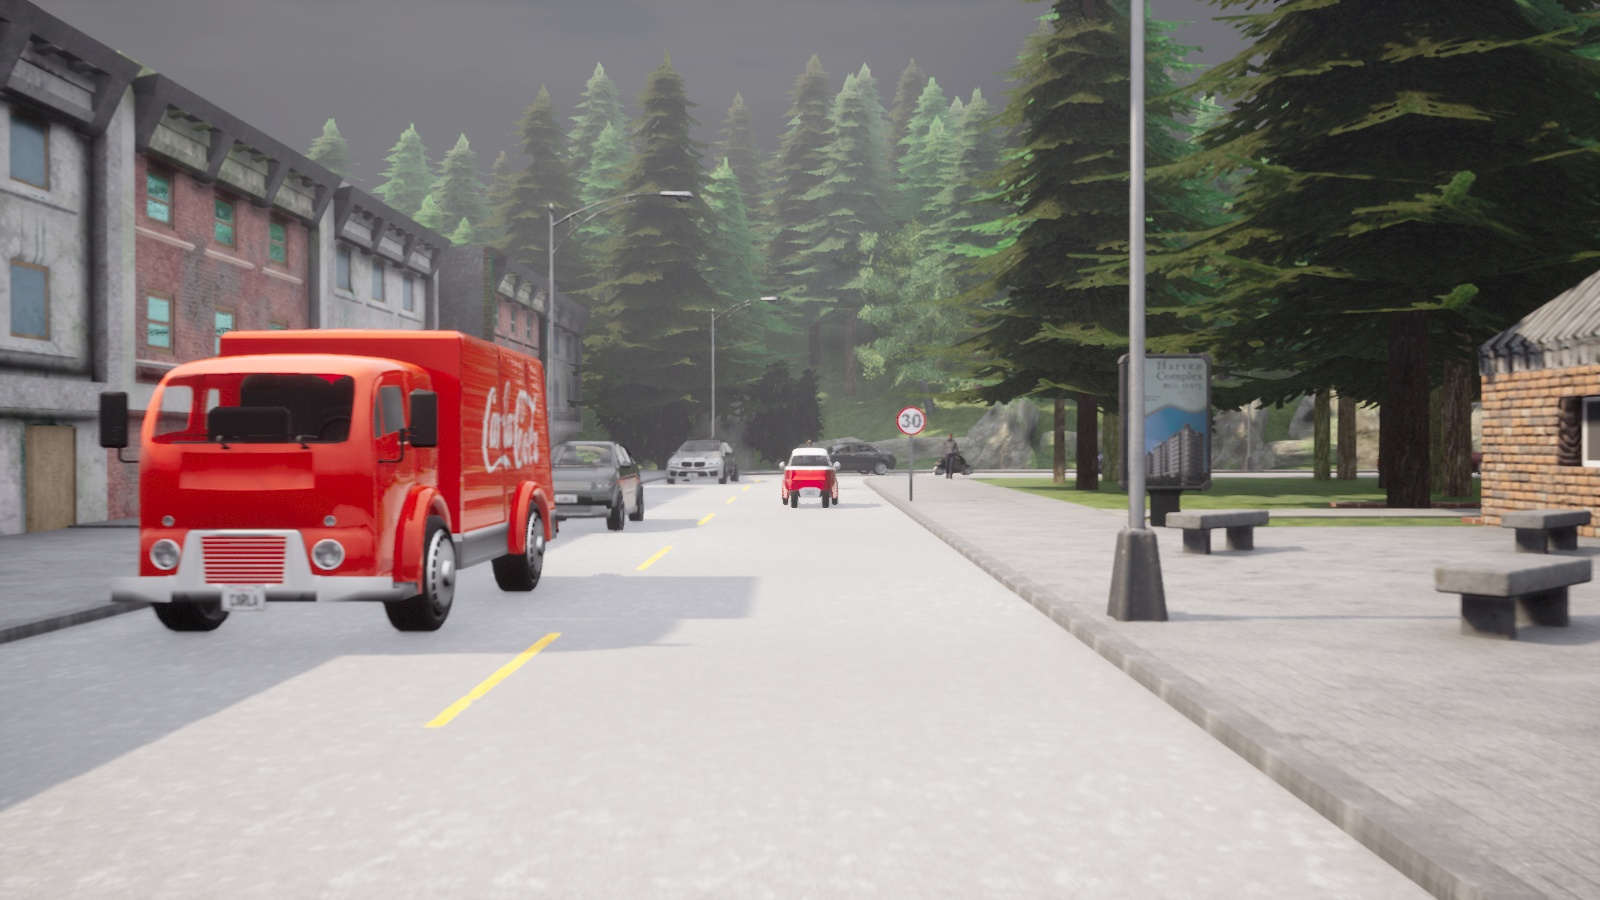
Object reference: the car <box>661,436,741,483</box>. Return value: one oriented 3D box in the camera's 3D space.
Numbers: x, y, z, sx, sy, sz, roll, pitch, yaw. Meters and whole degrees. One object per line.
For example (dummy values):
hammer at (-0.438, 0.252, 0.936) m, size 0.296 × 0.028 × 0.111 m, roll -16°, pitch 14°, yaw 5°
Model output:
car at (-3.629, 0.324, 46.902) m, size 2.242 × 1.667 × 4.611 m, roll 0°, pitch 0°, yaw 5°

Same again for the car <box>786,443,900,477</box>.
car at (1.978, 0.432, 57.352) m, size 4.892 × 1.490 × 1.837 m, roll 0°, pitch 0°, yaw -25°

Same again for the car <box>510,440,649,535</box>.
car at (-3.820, 0.596, 22.289) m, size 1.789 × 1.549 × 3.705 m, roll 0°, pitch 0°, yaw 0°

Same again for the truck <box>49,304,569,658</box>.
truck at (-3.904, 0.190, 11.366) m, size 2.627 × 2.467 × 5.204 m, roll 0°, pitch 1°, yaw 0°

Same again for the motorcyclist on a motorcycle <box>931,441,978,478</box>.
motorcyclist on a motorcycle at (6.737, 0.397, 54.783) m, size 1.817 × 1.590 × 0.866 m, roll 0°, pitch 2°, yaw -16°

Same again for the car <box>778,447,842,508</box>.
car at (0.239, 0.633, 29.947) m, size 1.481 × 1.376 × 2.207 m, roll 0°, pitch 1°, yaw 0°

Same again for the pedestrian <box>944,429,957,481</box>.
pedestrian at (5.693, 0.193, 47.507) m, size 0.423 × 1.949 × 0.788 m, roll 0°, pitch 0°, yaw 2°

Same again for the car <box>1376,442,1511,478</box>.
car at (28.292, 0.435, 55.325) m, size 5.008 × 1.535 × 1.882 m, roll 0°, pitch 0°, yaw 0°
